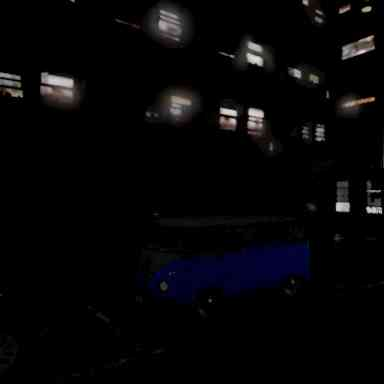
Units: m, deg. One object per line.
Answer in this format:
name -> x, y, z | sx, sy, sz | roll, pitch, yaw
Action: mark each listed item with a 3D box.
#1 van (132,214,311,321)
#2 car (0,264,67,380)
van -> 0.781, 1.386, 7.089 | 3.998, 1.788, 1.690 | 1, -1, -35
car -> -3.782, 1.541, 3.835 | 4.403, 1.369, 2.008 | 1, -1, -35
